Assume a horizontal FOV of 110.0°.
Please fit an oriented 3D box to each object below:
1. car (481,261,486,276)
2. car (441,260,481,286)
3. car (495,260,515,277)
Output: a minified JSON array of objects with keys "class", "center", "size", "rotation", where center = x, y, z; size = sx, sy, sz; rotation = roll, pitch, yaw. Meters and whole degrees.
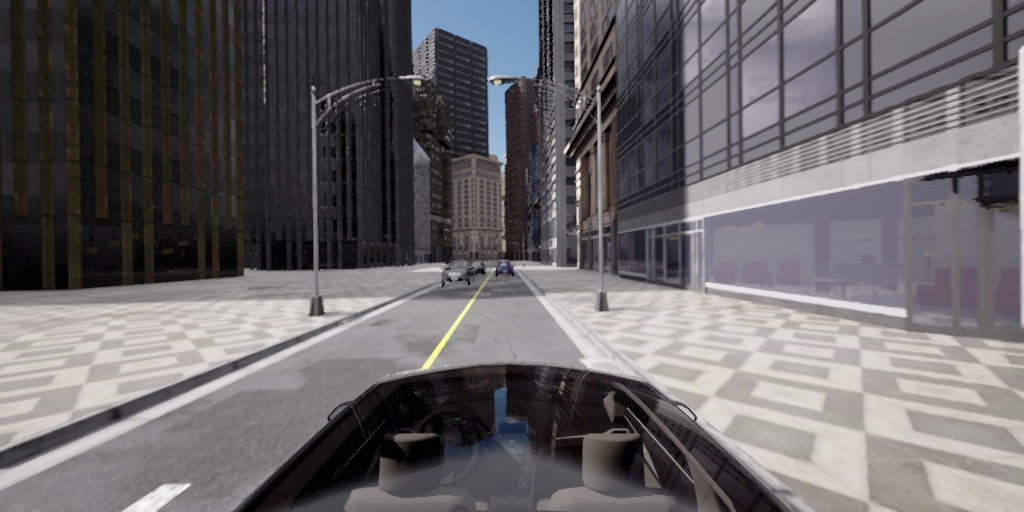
[{"class":"car","center":[-3.819,1.277,38.819],"size":[1.882,1.535,5.008],"rotation":[-1,0,-1]},{"class":"car","center":[-3.468,1.035,23.622],"size":[2.128,1.511,4.902],"rotation":[-1,0,-1]},{"class":"car","center":[-0.713,1.283,35.772],"size":[1.812,1.442,4.674],"rotation":[-1,0,-1]}]
